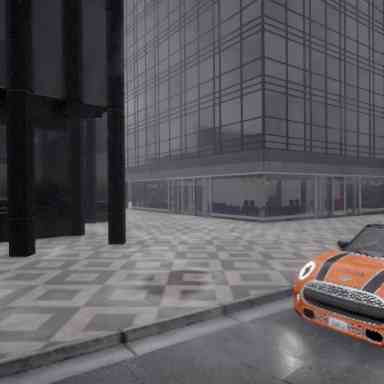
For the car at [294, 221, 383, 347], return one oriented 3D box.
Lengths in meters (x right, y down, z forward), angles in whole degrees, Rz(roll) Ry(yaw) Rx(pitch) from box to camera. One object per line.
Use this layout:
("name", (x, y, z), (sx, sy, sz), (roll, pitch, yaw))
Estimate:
("car", (3.978, 1.352, 6.191), (4.553, 1.767, 2.097), (0, 0, -35))
